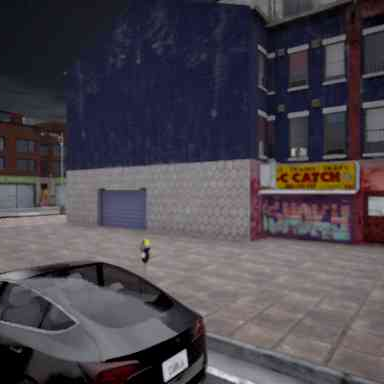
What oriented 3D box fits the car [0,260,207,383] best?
[{"bbox_3d":[-1.834,1.543,4.134,4.313,1.339,1.947,0,0,36],"label":"car"}]
